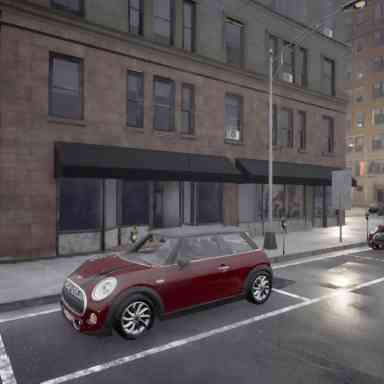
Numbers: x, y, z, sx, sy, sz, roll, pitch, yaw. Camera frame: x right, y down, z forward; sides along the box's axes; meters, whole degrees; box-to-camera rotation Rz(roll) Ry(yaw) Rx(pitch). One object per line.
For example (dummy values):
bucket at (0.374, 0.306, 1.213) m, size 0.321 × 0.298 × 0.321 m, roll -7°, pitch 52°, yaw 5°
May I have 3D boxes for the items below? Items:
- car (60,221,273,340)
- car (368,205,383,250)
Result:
car at (-0.362, 1.441, 6.488) m, size 4.097 × 1.590 × 1.967 m, roll 0°, pitch 0°, yaw -35°
car at (8.598, 1.445, 12.845) m, size 4.097 × 1.590 × 1.967 m, roll 0°, pitch 0°, yaw -35°
